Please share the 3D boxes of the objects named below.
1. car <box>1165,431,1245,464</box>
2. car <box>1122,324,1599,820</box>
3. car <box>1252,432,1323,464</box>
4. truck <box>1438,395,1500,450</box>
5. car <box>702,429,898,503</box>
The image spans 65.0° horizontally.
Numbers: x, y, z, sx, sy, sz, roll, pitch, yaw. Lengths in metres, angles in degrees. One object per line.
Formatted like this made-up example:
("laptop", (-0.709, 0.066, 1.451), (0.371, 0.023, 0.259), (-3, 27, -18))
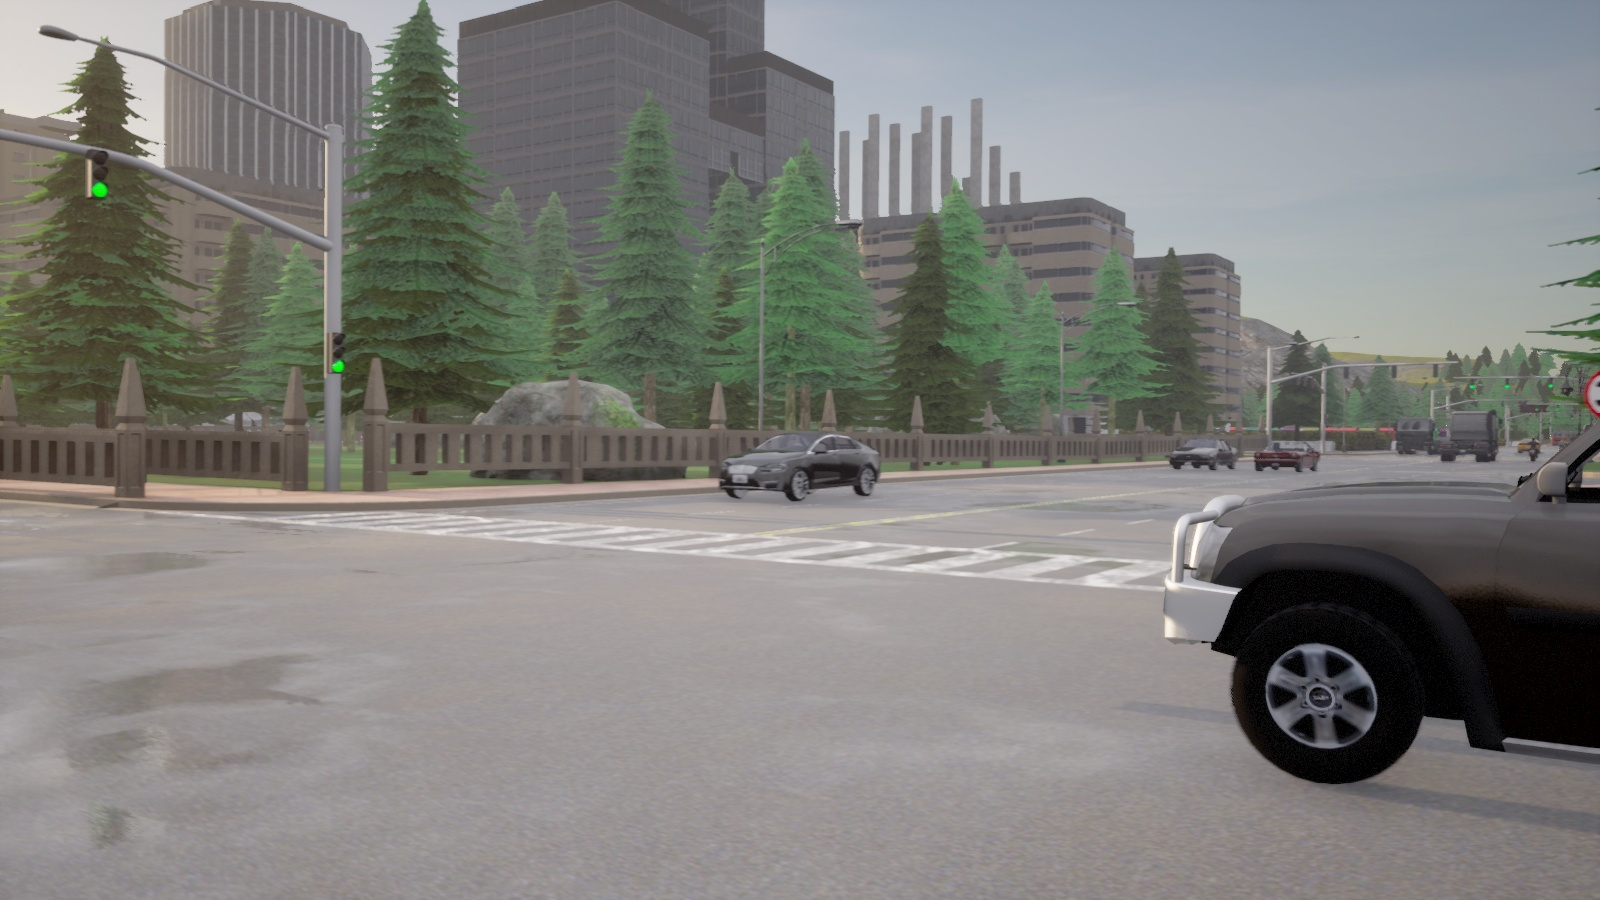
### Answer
("car", (18.142, -0.148, 56.111), (2.033, 1.411, 5.357), (0, 1, 33))
("car", (3.918, 0.441, 5.219), (4.605, 1.855, 1.932), (0, 1, 34))
("car", (21.050, -0.095, 54.163), (1.895, 1.301, 4.718), (0, 1, 33))
("truck", (44.481, -1.790, 83.419), (2.891, 3.462, 7.936), (0, 1, 33))
("car", (0.115, 0.298, 28.702), (2.128, 1.511, 4.902), (0, 1, 33))
